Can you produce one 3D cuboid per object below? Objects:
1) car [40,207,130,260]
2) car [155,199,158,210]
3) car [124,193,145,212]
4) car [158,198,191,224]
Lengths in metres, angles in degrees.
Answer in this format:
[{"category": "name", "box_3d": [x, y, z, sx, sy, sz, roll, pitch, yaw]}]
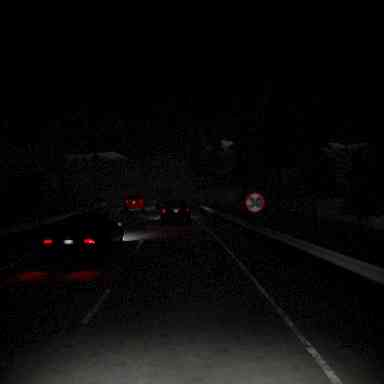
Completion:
[{"category": "car", "box_3d": [-3.807, 1.521, 12.356, 2.033, 1.411, 5.357, 0, 0, -3]}, {"category": "car", "box_3d": [-3.629, 1.451, 41.735, 2.033, 1.411, 5.357, 0, 0, -10]}, {"category": "car", "box_3d": [-6.337, 1.140, 36.585, 2.150, 2.045, 5.566, 0, 0, -9]}, {"category": "car", "box_3d": [-1.276, 1.296, 24.364, 2.097, 1.767, 4.553, 0, 0, -6]}]
